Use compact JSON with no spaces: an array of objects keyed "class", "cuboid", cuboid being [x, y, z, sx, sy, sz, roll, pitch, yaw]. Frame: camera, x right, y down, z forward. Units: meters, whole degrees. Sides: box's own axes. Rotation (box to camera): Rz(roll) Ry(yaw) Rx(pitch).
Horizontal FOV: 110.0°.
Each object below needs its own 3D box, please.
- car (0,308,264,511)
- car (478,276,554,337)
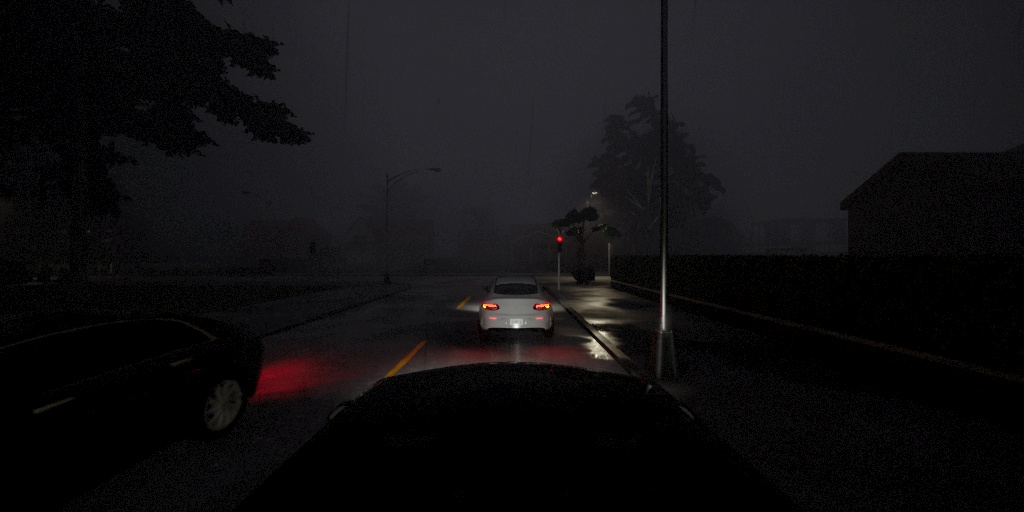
[{"class":"car","cuboid":[-4.081,1.254,2.574,1.837,1.490,4.892,0,0,0]},{"class":"car","cuboid":[0.099,1.276,10.156,1.812,1.442,4.674,0,0,0]}]
